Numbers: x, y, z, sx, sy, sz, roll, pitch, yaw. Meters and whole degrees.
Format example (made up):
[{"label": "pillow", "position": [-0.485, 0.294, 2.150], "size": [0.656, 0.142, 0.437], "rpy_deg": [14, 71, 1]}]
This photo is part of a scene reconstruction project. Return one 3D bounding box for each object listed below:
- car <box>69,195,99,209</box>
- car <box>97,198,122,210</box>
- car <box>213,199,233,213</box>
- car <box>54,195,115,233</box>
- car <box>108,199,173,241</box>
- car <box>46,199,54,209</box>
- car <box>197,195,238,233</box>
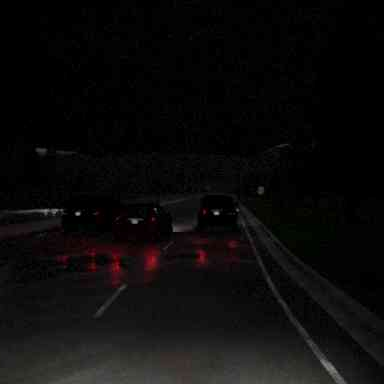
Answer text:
[{"label": "car", "position": [-14.361, 1.306, 44.594], "size": [2.097, 1.767, 4.553], "rpy_deg": [0, 0, 6]}, {"label": "car", "position": [-10.886, 1.523, 44.171], "size": [1.994, 1.385, 4.181], "rpy_deg": [0, 0, 6]}, {"label": "car", "position": [3.447, 1.516, 36.549], "size": [1.994, 1.385, 4.181], "rpy_deg": [0, 0, 6]}, {"label": "car", "position": [-5.501, 1.193, 19.570], "size": [2.150, 2.045, 5.566], "rpy_deg": [0, 0, 6]}, {"label": "car", "position": [-2.278, 1.329, 16.607], "size": [2.097, 1.767, 4.553], "rpy_deg": [0, 0, 6]}, {"label": "car", "position": [-17.842, 1.448, 44.958], "size": [2.128, 1.511, 4.902], "rpy_deg": [0, 0, 6]}, {"label": "car", "position": [1.564, 1.195, 19.816], "size": [2.150, 2.045, 5.566], "rpy_deg": [0, 0, 6]}]
